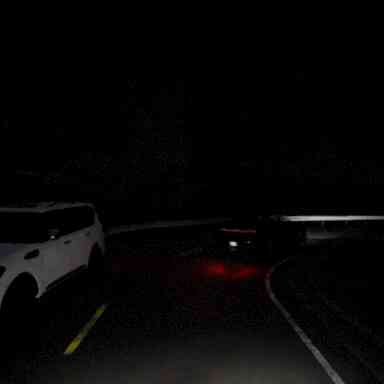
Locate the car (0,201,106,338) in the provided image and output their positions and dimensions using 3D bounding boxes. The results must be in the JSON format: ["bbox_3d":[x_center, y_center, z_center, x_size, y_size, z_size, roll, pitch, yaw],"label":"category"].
[{"bbox_3d":[-3.610,1.253,7.081,2.150,2.045,5.566,-1,0,4],"label":"car"}]

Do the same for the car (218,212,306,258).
[{"bbox_3d":[2.910,1.540,13.158,2.128,1.511,4.902,-1,-1,38],"label":"car"}]
